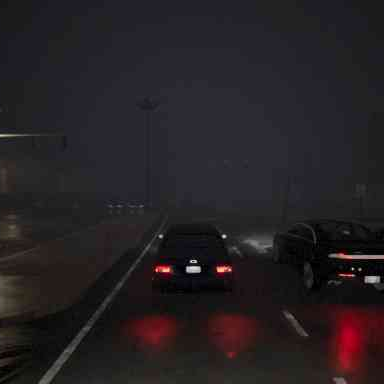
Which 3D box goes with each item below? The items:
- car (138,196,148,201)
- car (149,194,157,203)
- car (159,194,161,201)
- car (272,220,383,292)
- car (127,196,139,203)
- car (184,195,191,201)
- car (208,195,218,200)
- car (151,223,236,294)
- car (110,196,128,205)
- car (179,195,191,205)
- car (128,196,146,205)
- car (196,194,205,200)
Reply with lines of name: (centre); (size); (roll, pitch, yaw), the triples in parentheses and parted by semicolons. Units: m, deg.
car: (-12.678, 1.593, 86.667); (1.895, 1.301, 4.718); (0, 0, 0)
car: (-9.197, 1.500, 71.625); (1.837, 1.490, 4.892); (0, 0, 0)
car: (-9.178, 1.355, 86.644); (2.097, 1.767, 4.553); (0, 0, 0)
car: (3.518, 1.491, 8.901); (2.128, 1.511, 4.902); (0, 0, 0)
car: (-12.696, 1.524, 71.750); (1.812, 1.442, 4.674); (0, 0, 0)
car: (-1.174, 1.534, 89.329); (2.033, 1.411, 5.357); (0, 0, 0)
car: (5.826, 1.472, 89.336); (1.882, 1.535, 5.008); (0, 0, 0)
car: (0.019, 1.547, 8.953); (2.033, 1.411, 5.357); (0, 0, 0)
car: (-12.790, 1.505, 57.165); (1.837, 1.490, 4.892); (0, 0, 0)
car: (-1.213, 1.563, 58.437); (1.994, 1.385, 4.181); (0, 0, 0)
car: (-9.292, 1.526, 57.122); (1.812, 1.442, 4.674); (0, 0, 0)
car: (2.326, 1.496, 89.406); (1.837, 1.490, 4.892); (0, 0, 0)
